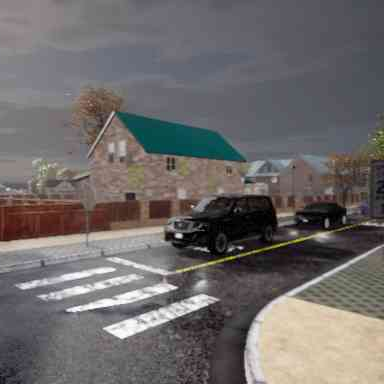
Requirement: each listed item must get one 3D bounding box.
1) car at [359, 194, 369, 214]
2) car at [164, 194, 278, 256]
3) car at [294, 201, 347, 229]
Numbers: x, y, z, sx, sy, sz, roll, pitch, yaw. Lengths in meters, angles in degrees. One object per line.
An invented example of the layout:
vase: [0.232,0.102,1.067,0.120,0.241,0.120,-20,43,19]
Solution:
car: [17.816,1.046,31.734,2.150,2.045,5.566,2,1,42]
car: [1.390,1.122,13.332,2.150,2.045,5.566,2,1,42]
car: [8.130,1.346,20.904,1.882,1.535,5.008,2,1,41]
